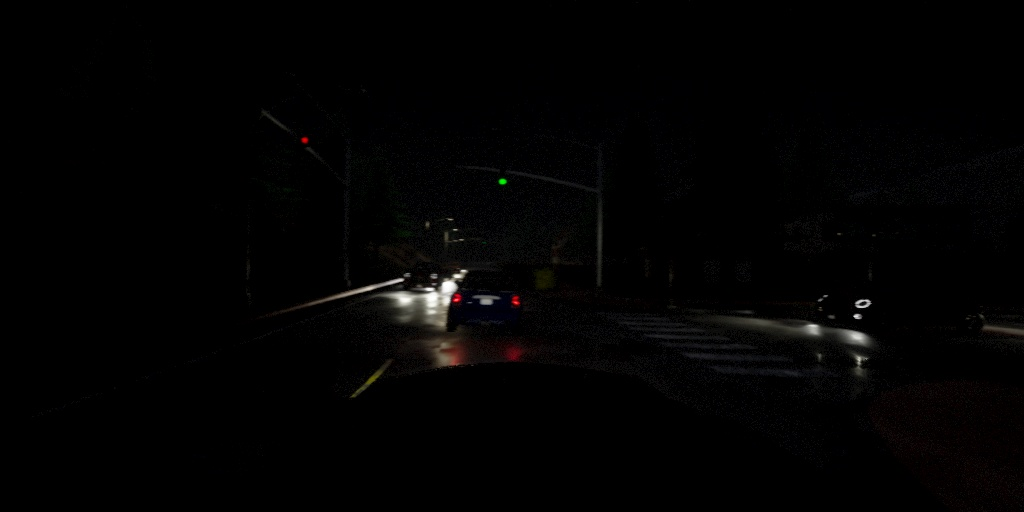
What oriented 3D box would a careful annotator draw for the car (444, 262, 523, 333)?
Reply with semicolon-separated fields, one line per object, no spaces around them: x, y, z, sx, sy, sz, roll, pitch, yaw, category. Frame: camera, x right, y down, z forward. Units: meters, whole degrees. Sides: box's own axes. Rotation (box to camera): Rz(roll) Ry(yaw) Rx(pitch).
-0.858;1.237;11.642;2.097;1.767;4.553;3;0;-5;car

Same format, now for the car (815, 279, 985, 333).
13.805;1.667;12.991;4.553;1.767;2.097;1;-1;0;car

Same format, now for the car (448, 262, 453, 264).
-6.452;1.510;33.298;1.895;1.301;4.718;1;-1;-5;car

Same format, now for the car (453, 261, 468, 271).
-8.710;1.670;60.979;2.033;1.411;5.357;1;-1;-5;car

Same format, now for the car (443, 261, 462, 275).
-7.399;1.475;44.723;1.882;1.535;5.008;1;0;-5;car

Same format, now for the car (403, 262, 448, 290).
-5.584;1.184;23.152;2.097;1.767;4.553;1;-1;-5;car
